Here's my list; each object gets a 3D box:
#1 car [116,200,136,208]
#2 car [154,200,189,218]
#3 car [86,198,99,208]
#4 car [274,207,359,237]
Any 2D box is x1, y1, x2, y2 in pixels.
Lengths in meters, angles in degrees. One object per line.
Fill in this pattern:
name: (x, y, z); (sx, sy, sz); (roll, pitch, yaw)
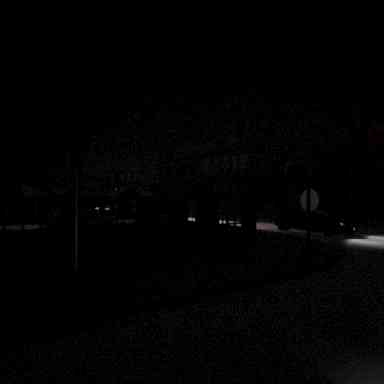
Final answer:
car: (-10.103, 1.565, 48.950); (2.033, 1.411, 5.357); (0, 0, -37)
car: (-2.201, 1.501, 30.619); (2.128, 1.511, 4.902); (0, 0, -35)
car: (-14.885, 1.578, 48.542); (1.994, 1.385, 4.181); (0, 0, -35)
car: (6.633, 1.540, 18.289); (1.812, 1.442, 4.674); (0, 0, -36)
